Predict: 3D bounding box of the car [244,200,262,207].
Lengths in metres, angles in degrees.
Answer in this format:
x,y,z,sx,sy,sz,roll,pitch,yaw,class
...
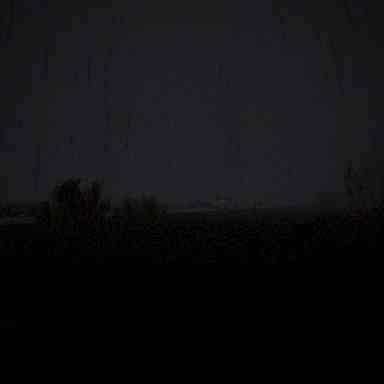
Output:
x,y,z,sx,sy,sz,roll,pitch,yaw,class
11.858,2.245,64.056,1.895,1.301,4.718,-1,-1,36,car

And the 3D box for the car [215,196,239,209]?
x,y,z,sx,sy,sz,roll,pitch,yaw,class
5.644,1.747,55.346,2.150,2.045,5.566,-1,-1,38,car

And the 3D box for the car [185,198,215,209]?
x,y,z,sx,sy,sz,roll,pitch,yaw,class
1.116,2.104,55.243,2.033,1.411,5.357,-1,-1,36,car

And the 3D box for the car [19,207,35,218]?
x,y,z,sx,sy,sz,roll,pitch,yaw,class
-14.493,1.812,33.634,2.033,1.411,5.357,-1,-1,36,car
